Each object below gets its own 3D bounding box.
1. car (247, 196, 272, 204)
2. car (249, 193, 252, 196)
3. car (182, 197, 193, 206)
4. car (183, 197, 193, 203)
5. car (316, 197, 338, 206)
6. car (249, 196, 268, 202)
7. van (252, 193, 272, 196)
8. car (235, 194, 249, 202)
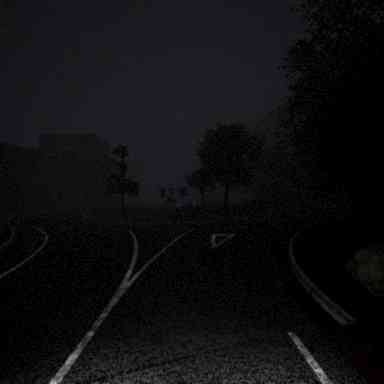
[{"bbox_3d":[14.620,2.019,71.882,1.895,1.301,4.718,1,-2,-30],"label":"car"},{"bbox_3d":[17.964,1.879,88.929,5.366,1.575,1.946,0,1,1],"label":"car"},{"bbox_3d":[-0.845,1.803,61.085,1.994,1.385,4.181,0,0,-2],"label":"car"},{"bbox_3d":[-0.946,1.817,77.155,2.033,1.411,5.357,0,0,1],"label":"car"},{"bbox_3d":[21.935,1.484,54.542,1.812,1.442,4.674,0,-1,-12],"label":"car"},{"bbox_3d":[18.228,1.872,91.699,4.792,1.488,2.163,0,1,1],"label":"car"},{"bbox_3d":[17.933,1.733,83.375,4.442,1.987,1.878,0,1,1],"label":"van"},{"bbox_3d":[13.028,1.934,86.896,1.837,1.490,4.892,0,1,1],"label":"car"}]
